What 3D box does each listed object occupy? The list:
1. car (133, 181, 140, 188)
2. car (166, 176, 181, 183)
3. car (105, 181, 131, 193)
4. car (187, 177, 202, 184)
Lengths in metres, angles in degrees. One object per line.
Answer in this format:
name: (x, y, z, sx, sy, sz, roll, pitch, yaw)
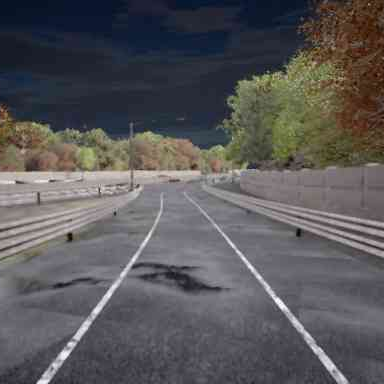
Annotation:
car: (-12.149, -1.424, 66.122, 1.837, 1.490, 4.892, 1, 4, 21)
car: (-4.825, -3.371, 94.964, 1.882, 1.535, 5.008, 1, 4, 21)
car: (-12.480, -0.780, 55.378, 1.882, 1.535, 5.008, 1, 4, 21)
car: (0.326, -2.934, 88.881, 1.994, 1.385, 4.181, 1, 4, 21)
